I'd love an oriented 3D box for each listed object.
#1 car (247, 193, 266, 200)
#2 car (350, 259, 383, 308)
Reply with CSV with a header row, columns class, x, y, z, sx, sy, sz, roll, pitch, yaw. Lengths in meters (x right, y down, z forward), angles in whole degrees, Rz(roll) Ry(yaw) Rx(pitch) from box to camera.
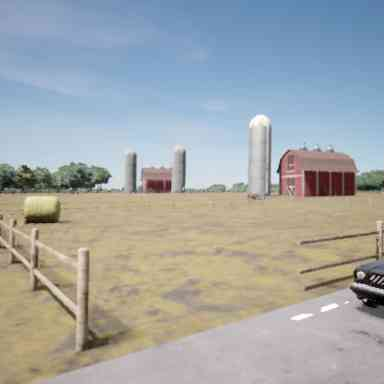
class,x,y,z,sx,sy,sz,roll,pitch,yaw
car,14.263,0.911,73.421,2.097,1.767,4.553,2,0,-35
car,5.303,1.644,6.853,4.718,1.301,1.895,0,0,-35
